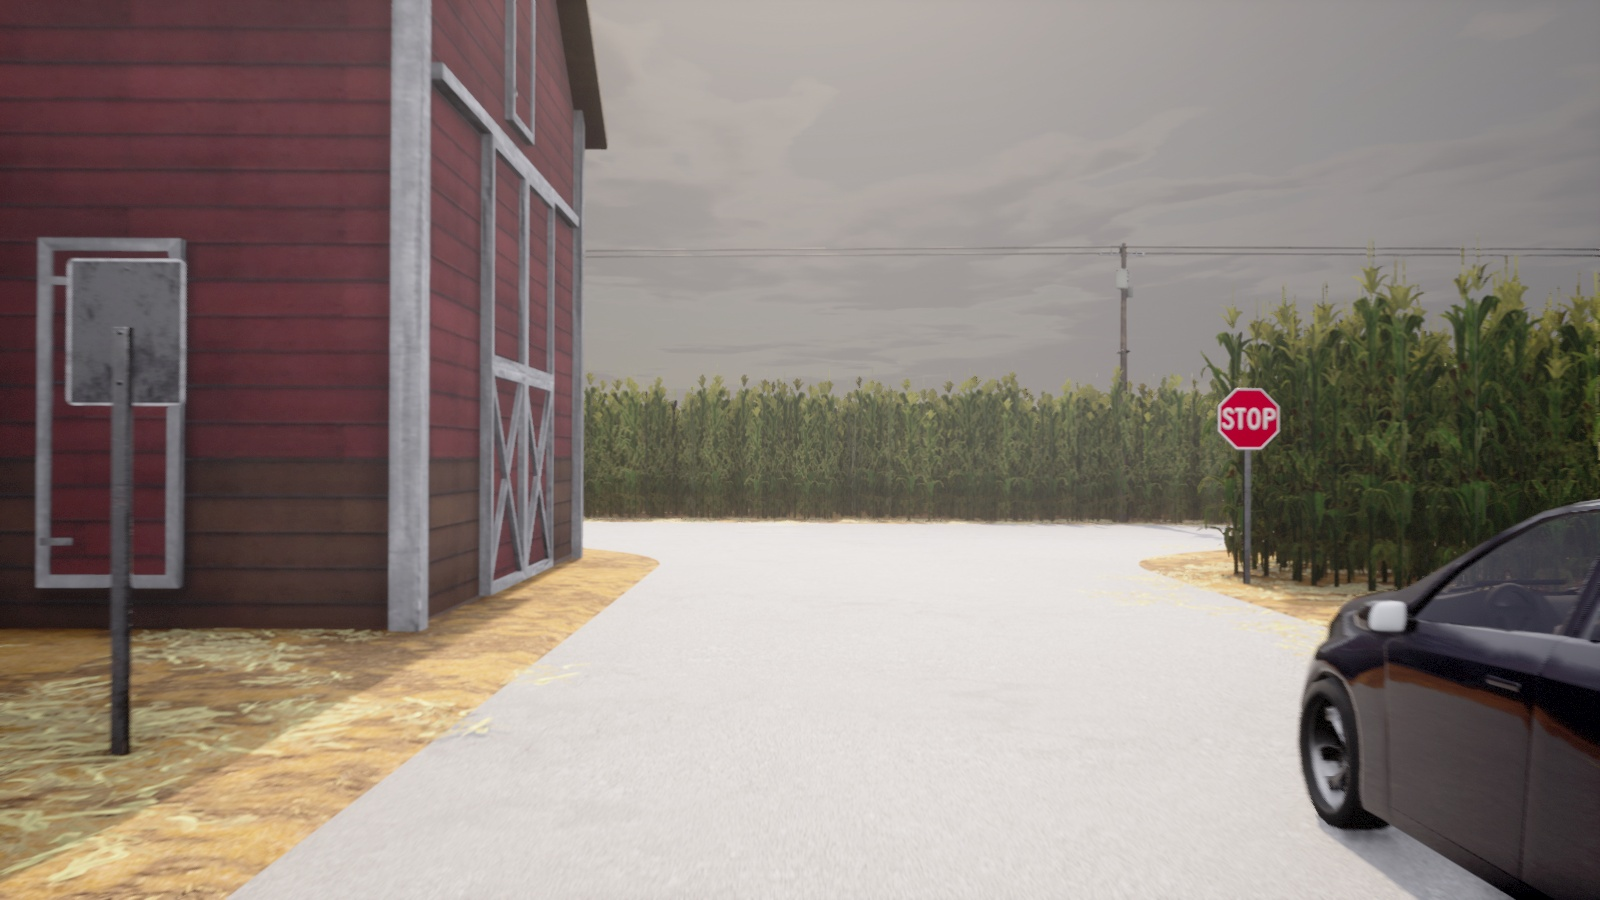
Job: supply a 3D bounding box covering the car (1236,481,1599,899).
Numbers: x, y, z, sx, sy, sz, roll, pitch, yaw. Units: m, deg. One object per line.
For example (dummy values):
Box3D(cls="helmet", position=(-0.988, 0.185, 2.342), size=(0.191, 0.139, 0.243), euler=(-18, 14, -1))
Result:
Box3D(cls="car", position=(3.089, 0.881, 4.397), size=(1.845, 1.501, 3.633), euler=(0, -1, 0))
